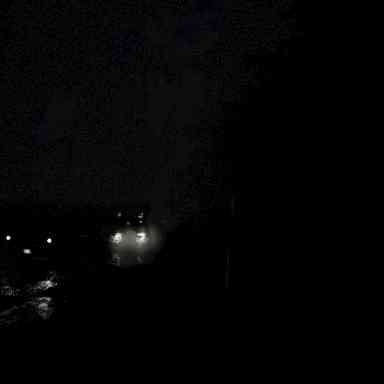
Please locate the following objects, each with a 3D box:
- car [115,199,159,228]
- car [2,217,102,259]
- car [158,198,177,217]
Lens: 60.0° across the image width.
[{"bbox_3d":[-4.198,1.636,25.275,2.097,1.767,4.553,3,-1,5],"label":"car"},{"bbox_3d":[-5.279,1.695,13.256,1.895,1.301,4.718,3,-1,5],"label":"car"},{"bbox_3d":[-3.085,1.673,37.625,2.150,2.045,5.566,3,-1,6],"label":"car"}]
